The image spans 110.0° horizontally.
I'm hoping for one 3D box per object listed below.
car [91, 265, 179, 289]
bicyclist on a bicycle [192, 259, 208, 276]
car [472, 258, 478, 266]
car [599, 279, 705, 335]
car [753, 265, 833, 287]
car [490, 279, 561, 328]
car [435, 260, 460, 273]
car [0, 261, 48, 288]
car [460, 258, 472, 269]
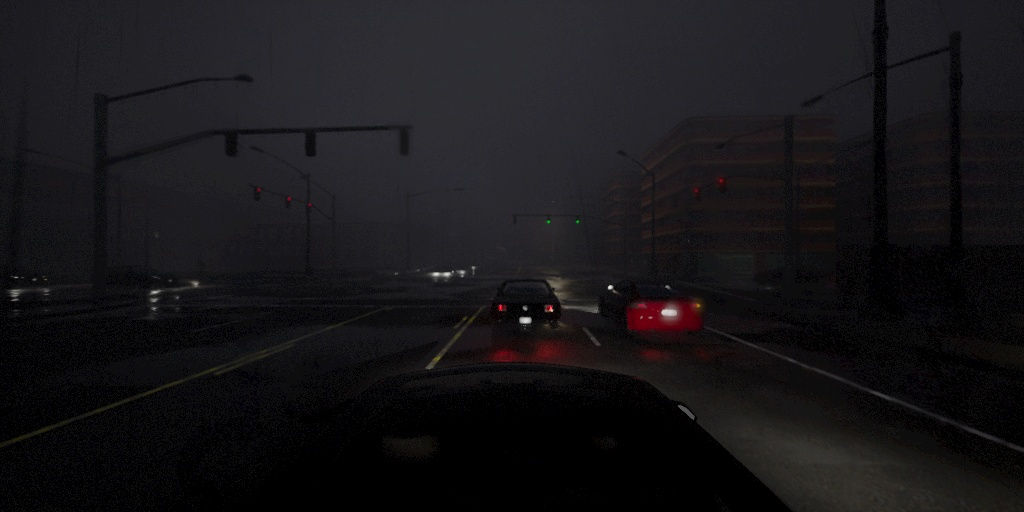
[{"bbox_3d":[-24.468,1.315,23.298,4.674,1.442,1.812,0,0,1],"label":"car"},{"bbox_3d":[-29.914,1.129,34.393,0.582,1.620,1.656,0,0,1],"label":"bicyclist on a bicycle"},{"bbox_3d":[-7.315,1.047,64.960,1.837,1.490,4.892,0,1,3],"label":"car"},{"bbox_3d":[3.921,1.363,10.750,1.994,1.385,4.181,0,0,2],"label":"car"},{"bbox_3d":[20.305,1.382,26.035,5.008,1.535,1.882,0,0,1],"label":"car"},{"bbox_3d":[0.445,1.394,11.557,1.895,1.301,4.718,0,0,2],"label":"car"},{"bbox_3d":[-8.226,1.347,44.576,1.994,1.385,4.181,0,0,3],"label":"car"},{"bbox_3d":[-33.656,1.274,23.515,4.892,1.490,1.837,0,0,1],"label":"car"},{"bbox_3d":[-7.802,1.280,54.513,1.895,1.301,4.718,0,1,3],"label":"car"}]
